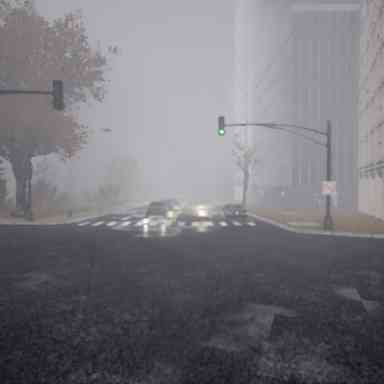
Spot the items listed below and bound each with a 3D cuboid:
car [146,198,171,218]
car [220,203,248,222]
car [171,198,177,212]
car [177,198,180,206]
[{"bbox_3d":[-3.321,1.602,32.183,1.882,1.535,5.008,0,0,-1],"label":"car"},{"bbox_3d":[3.367,1.648,27.371,2.033,1.411,5.357,0,0,0],"label":"car"},{"bbox_3d":[-3.303,1.647,42.139,1.882,1.535,5.008,0,0,0],"label":"car"},{"bbox_3d":[-3.233,1.725,58.956,1.882,1.535,5.008,0,-1,0],"label":"car"}]
